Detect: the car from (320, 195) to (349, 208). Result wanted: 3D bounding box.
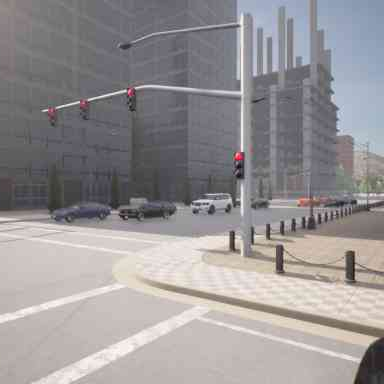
[{"bbox_3d":[20.175,1.435,47.014,2.128,1.511,4.902,0,0,36],"label":"car"}]

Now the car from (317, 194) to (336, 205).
[{"bbox_3d":[23.172,1.297,57.174,2.097,1.767,4.553,0,0,36],"label":"car"}]

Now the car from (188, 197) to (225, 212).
[{"bbox_3d":[1.785,1.436,39.784,2.128,1.511,4.902,0,0,36],"label":"car"}]

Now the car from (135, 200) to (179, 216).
[{"bbox_3d":[-3.355,1.508,32.656,1.994,1.385,4.181,0,0,36],"label":"car"}]

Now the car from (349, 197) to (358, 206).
[{"bbox_3d":[26.104,1.492,55.252,2.033,1.411,5.357,0,0,36],"label":"car"}]

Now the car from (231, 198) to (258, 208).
[{"bbox_3d":[7.630,1.545,47.868,1.895,1.301,4.718,0,0,36],"label":"car"}]

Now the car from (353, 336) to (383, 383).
[{"bbox_3d":[3.072,1.564,1.778,4.181,1.385,1.994,0,0,36],"label":"car"}]

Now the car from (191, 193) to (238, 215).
[{"bbox_3d":[2.144,1.166,34.294,2.150,2.045,5.566,0,0,36],"label":"car"}]

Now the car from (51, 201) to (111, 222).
[{"bbox_3d":[-8.434,1.470,25.619,1.812,1.442,4.674,0,0,38],"label":"car"}]

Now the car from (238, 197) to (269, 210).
[{"bbox_3d":[8.244,1.422,42.747,1.882,1.535,5.008,0,0,36],"label":"car"}]

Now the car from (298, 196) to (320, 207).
[{"bbox_3d":[17.247,1.297,48.937,2.097,1.767,4.553,0,0,36],"label":"car"}]

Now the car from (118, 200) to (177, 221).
[{"bbox_3d":[-3.564,1.545,26.378,1.895,1.301,4.718,0,0,36],"label":"car"}]
